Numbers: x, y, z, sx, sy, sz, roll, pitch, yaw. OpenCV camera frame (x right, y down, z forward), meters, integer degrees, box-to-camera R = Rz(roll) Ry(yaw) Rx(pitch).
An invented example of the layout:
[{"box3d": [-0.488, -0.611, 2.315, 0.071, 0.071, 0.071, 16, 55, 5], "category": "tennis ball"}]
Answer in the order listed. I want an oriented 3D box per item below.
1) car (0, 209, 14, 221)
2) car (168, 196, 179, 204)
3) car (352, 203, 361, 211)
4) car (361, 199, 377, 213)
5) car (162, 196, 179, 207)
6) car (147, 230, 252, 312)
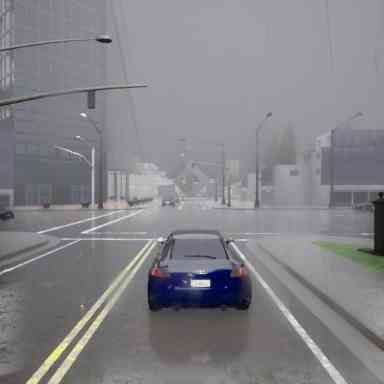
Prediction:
[{"box3d": [-16.392, 1.672, 26.225, 4.181, 1.385, 1.994, -1, 0, 0], "category": "car"}, {"box3d": [-3.505, 1.507, 64.486, 1.837, 1.490, 4.892, 0, -1, 0], "category": "car"}, {"box3d": [20.364, 1.479, 37.209, 4.674, 1.442, 1.812, 0, 0, 0], "category": "car"}, {"box3d": [20.214, 1.553, 33.718, 4.718, 1.301, 1.895, 0, 0, 0], "category": "car"}, {"box3d": [-3.580, 1.491, 51.290, 2.128, 1.511, 4.902, 0, 0, 0], "category": "car"}, {"box3d": [0.089, 1.564, 7.814, 1.994, 1.385, 4.181, 0, 0, -2], "category": "car"}]
